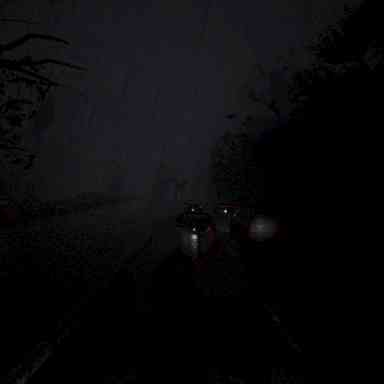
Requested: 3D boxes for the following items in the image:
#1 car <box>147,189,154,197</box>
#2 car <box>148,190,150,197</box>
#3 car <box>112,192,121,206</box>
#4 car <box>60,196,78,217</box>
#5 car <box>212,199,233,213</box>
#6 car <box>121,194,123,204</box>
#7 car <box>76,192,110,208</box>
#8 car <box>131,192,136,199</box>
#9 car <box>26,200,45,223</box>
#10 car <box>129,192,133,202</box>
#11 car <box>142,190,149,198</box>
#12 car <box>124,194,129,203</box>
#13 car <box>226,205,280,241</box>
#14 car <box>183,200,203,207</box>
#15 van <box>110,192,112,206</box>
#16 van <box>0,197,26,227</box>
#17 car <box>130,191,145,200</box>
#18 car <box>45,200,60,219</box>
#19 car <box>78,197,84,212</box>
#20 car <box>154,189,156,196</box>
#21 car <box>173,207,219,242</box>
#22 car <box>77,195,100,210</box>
[{"bbox_3d":[-13.785,0.640,87.792,5.566,2.045,2.435,-1,1,-20],"label":"car"},{"bbox_3d":[-13.814,0.973,84.777,4.674,1.452,2.002,-1,1,-20],"label":"car"},{"bbox_3d":[-13.822,1.104,48.839,5.566,2.045,2.435,-1,0,-20],"label":"car"},{"bbox_3d":[-13.688,1.512,30.991,5.366,1.575,1.946,-1,0,-20],"label":"car"},{"bbox_3d":[3.110,1.515,33.336,1.837,1.490,4.892,0,0,0],"label":"car"},{"bbox_3d":[-13.835,1.323,51.811,4.892,1.521,2.231,-1,1,-20],"label":"car"},{"bbox_3d":[-13.878,1.173,42.844,5.566,2.045,2.435,-1,1,-20],"label":"car"},{"bbox_3d":[-13.804,1.213,63.776,4.792,1.488,2.163,-1,0,-20],"label":"car"},{"bbox_3d":[-13.860,1.578,24.950,4.674,1.452,2.002,-1,0,-20],"label":"car"},{"bbox_3d":[-13.828,1.259,60.757,4.674,1.452,2.002,-1,1,-20],"label":"car"},{"bbox_3d":[-13.985,0.974,81.704,5.366,1.575,1.946,-1,1,-20],"label":"car"},{"bbox_3d":[-13.807,1.127,57.783,4.553,1.767,2.185,-1,1,-20],"label":"car"},{"bbox_3d":[3.104,1.605,17.059,1.994,1.385,4.181,0,0,0],"label":"car"},{"bbox_3d":[0.111,1.530,34.300,1.812,1.442,4.674,0,0,0],"label":"car"},{"bbox_3d":[-13.741,1.163,45.887,4.442,1.987,1.878,-1,0,-20],"label":"van"},{"bbox_3d":[-13.763,1.315,22.017,4.442,1.987,1.878,-1,0,-20],"label":"van"},{"bbox_3d":[-13.793,1.075,75.781,4.792,1.488,2.163,-1,0,-20],"label":"car"},{"bbox_3d":[-13.889,1.563,27.922,4.792,1.488,2.163,-1,0,-20],"label":"car"},{"bbox_3d":[-13.830,1.531,33.918,4.792,1.488,2.163,-1,0,-20],"label":"car"},{"bbox_3d":[-13.629,0.780,93.849,5.366,1.575,1.946,-1,1,-20],"label":"car"},{"bbox_3d":[0.105,1.641,16.575,1.895,1.301,4.718,0,0,0],"label":"car"},{"bbox_3d":[-13.848,1.492,39.875,4.674,1.452,2.002,-1,1,-20],"label":"car"}]
